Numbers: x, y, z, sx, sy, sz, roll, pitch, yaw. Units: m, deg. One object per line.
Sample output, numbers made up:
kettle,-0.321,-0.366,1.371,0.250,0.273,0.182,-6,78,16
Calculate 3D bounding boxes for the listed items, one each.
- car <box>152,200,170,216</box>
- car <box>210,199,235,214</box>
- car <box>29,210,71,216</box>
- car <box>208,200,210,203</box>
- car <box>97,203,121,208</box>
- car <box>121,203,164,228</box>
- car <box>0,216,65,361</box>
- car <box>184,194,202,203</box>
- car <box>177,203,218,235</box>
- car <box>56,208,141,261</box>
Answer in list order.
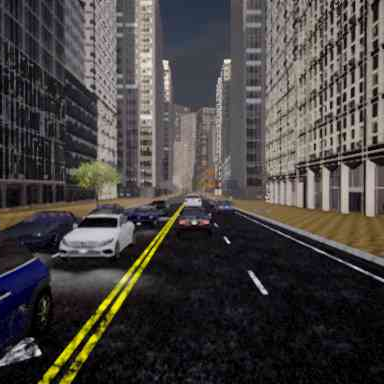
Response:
car,-3.216,1.538,32.565,1.837,1.490,4.892,0,0,0
car,3.398,1.583,35.413,2.033,1.411,5.357,0,0,-1
car,-6.545,1.565,15.307,2.033,1.411,5.357,0,0,0
car,3.394,1.644,49.773,1.895,1.301,4.718,0,0,0
car,-6.474,1.575,25.978,2.033,1.411,5.357,0,0,0
car,-3.227,1.625,22.485,1.895,1.301,4.718,0,0,0
car,-3.319,1.357,3.590,2.097,1.767,4.553,0,0,-1
car,0.118,1.265,43.775,2.150,2.045,5.566,0,0,0
car,0.115,1.569,18.837,2.033,1.411,5.357,0,0,0
car,-3.313,1.540,12.510,1.812,1.442,4.674,0,0,1
